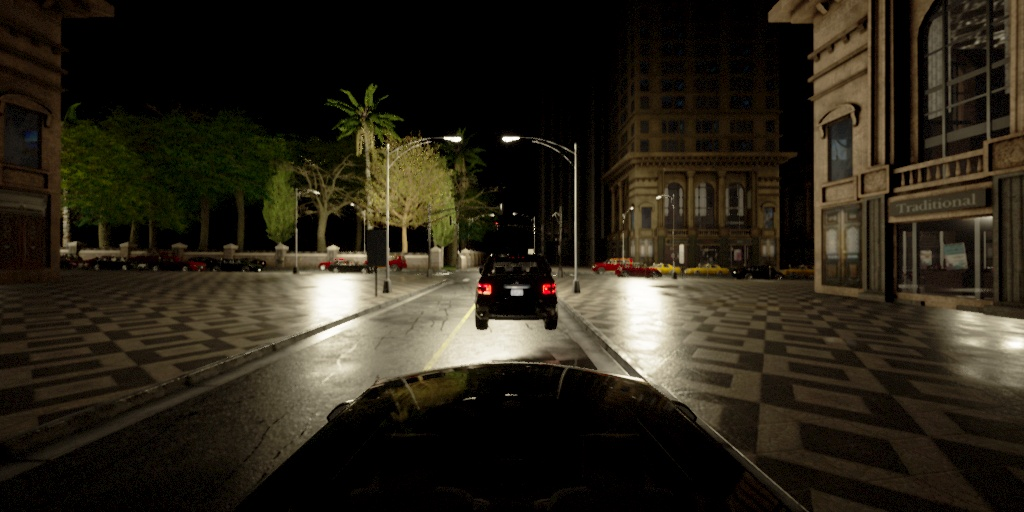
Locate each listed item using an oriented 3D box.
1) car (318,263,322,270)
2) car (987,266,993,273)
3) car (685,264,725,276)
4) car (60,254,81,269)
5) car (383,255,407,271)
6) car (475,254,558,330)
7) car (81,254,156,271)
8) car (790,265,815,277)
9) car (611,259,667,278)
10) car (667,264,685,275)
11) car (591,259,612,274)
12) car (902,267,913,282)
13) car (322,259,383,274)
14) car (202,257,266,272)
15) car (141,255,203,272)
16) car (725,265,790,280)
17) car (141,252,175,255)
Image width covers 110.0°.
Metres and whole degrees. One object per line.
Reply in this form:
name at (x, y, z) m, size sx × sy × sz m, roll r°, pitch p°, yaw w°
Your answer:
car at (-20.454, 0.999, 42.318) m, size 4.507 × 1.381 × 1.888 m, roll 0°, pitch 0°, yaw 0°
car at (45.126, 1.753, 33.534) m, size 4.097 × 1.591 × 1.967 m, roll 0°, pitch 0°, yaw 0°
car at (22.819, 1.593, 42.148) m, size 4.829 × 1.417 × 1.751 m, roll 0°, pitch 0°, yaw 0°
car at (-42.572, 0.664, 33.880) m, size 4.207 × 1.307 × 1.802 m, roll 0°, pitch 0°, yaw 0°
car at (-14.930, 0.851, 42.296) m, size 5.009 × 1.841 × 2.192 m, roll 0°, pitch 0°, yaw 0°
car at (0.112, 0.955, 11.167) m, size 2.150 × 2.045 × 5.566 m, roll 0°, pitch 0°, yaw 0°
car at (-37.049, 0.720, 33.858) m, size 4.403 × 1.370 × 2.007 m, roll 0°, pitch 0°, yaw 0°
car at (33.900, 1.735, 42.104) m, size 4.829 × 1.417 × 1.751 m, roll 0°, pitch 0°, yaw 0°
car at (11.884, 1.325, 33.665) m, size 4.097 × 1.591 × 1.967 m, roll 0°, pitch 0°, yaw 0°
car at (17.279, 1.519, 42.170) m, size 4.829 × 1.417 × 1.751 m, roll 0°, pitch 0°, yaw 0°
car at (11.908, 1.233, 42.191) m, size 5.009 × 1.841 × 2.192 m, roll 0°, pitch 0°, yaw 0°
car at (34.044, 1.742, 33.578) m, size 4.313 × 1.339 × 1.948 m, roll 0°, pitch 0°, yaw 0°
car at (-14.953, 1.053, 33.771) m, size 4.403 × 1.370 × 2.007 m, roll 0°, pitch 0°, yaw 0°
car at (-26.000, 0.904, 33.814) m, size 4.313 × 1.339 × 1.948 m, roll 0°, pitch 0°, yaw 0°
car at (-31.525, 0.799, 33.836) m, size 4.507 × 1.381 × 1.888 m, roll 0°, pitch 0°, yaw 0°
car at (22.964, 1.599, 33.621) m, size 4.313 × 1.339 × 1.948 m, roll 0°, pitch 0°, yaw 0°
car at (-42.549, 0.431, 42.405) m, size 5.009 × 1.841 × 2.192 m, roll 0°, pitch 0°, yaw 0°
